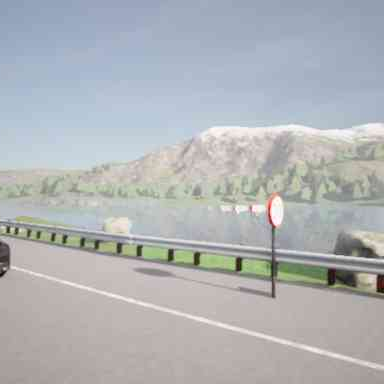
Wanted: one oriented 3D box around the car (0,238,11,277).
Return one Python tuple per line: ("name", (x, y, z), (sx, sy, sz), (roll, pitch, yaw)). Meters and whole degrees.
("car", (-6.829, 1.569, 9.218), (4.892, 1.490, 1.837), (0, 0, 38))
